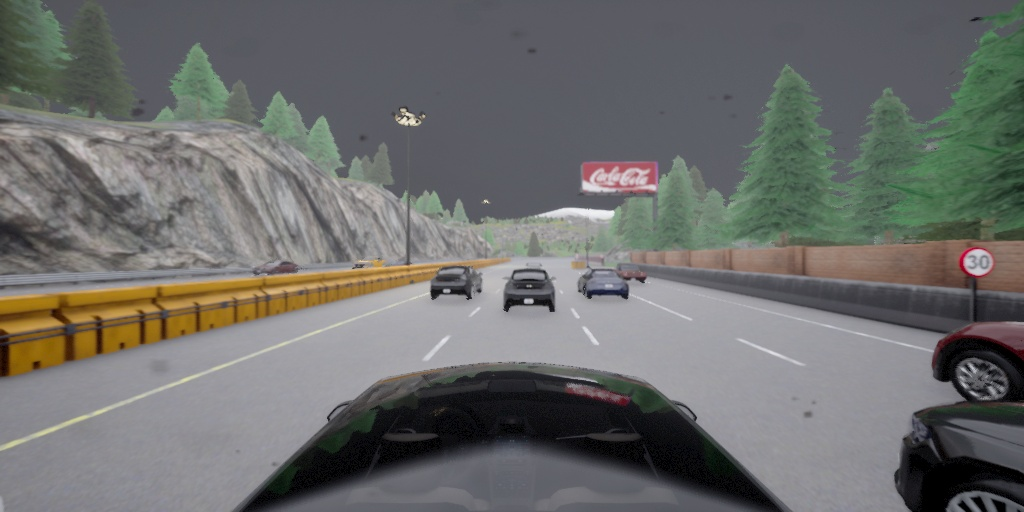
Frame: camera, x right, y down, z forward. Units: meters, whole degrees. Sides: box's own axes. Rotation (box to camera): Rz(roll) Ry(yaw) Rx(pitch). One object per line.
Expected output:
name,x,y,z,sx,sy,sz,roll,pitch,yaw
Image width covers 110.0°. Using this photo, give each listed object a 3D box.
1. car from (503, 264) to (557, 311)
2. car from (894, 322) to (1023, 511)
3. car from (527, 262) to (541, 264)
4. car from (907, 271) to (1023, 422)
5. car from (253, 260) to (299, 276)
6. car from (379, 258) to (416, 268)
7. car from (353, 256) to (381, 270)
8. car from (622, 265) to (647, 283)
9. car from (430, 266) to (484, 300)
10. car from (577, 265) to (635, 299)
car,0.705,1.232,14.260,1.837,1.490,4.892,0,0,4
car,3.667,1.256,0.501,2.128,1.511,4.902,0,0,-1
car,2.218,1.288,36.164,1.895,1.301,4.718,0,0,4
car,7.200,1.121,3.322,2.097,1.767,4.553,0,0,1
car,-22.594,1.138,34.589,1.812,1.442,4.674,0,0,5
car,-11.770,1.186,38.173,2.033,1.411,5.357,0,0,4
car,-15.240,0.759,38.665,1.882,1.535,5.008,0,0,4
car,8.599,1.326,27.125,1.895,1.301,4.718,0,0,4
car,-2.591,1.215,17.523,1.837,1.490,4.892,0,0,4
car,4.460,1.295,17.997,1.994,1.385,4.181,0,0,4
